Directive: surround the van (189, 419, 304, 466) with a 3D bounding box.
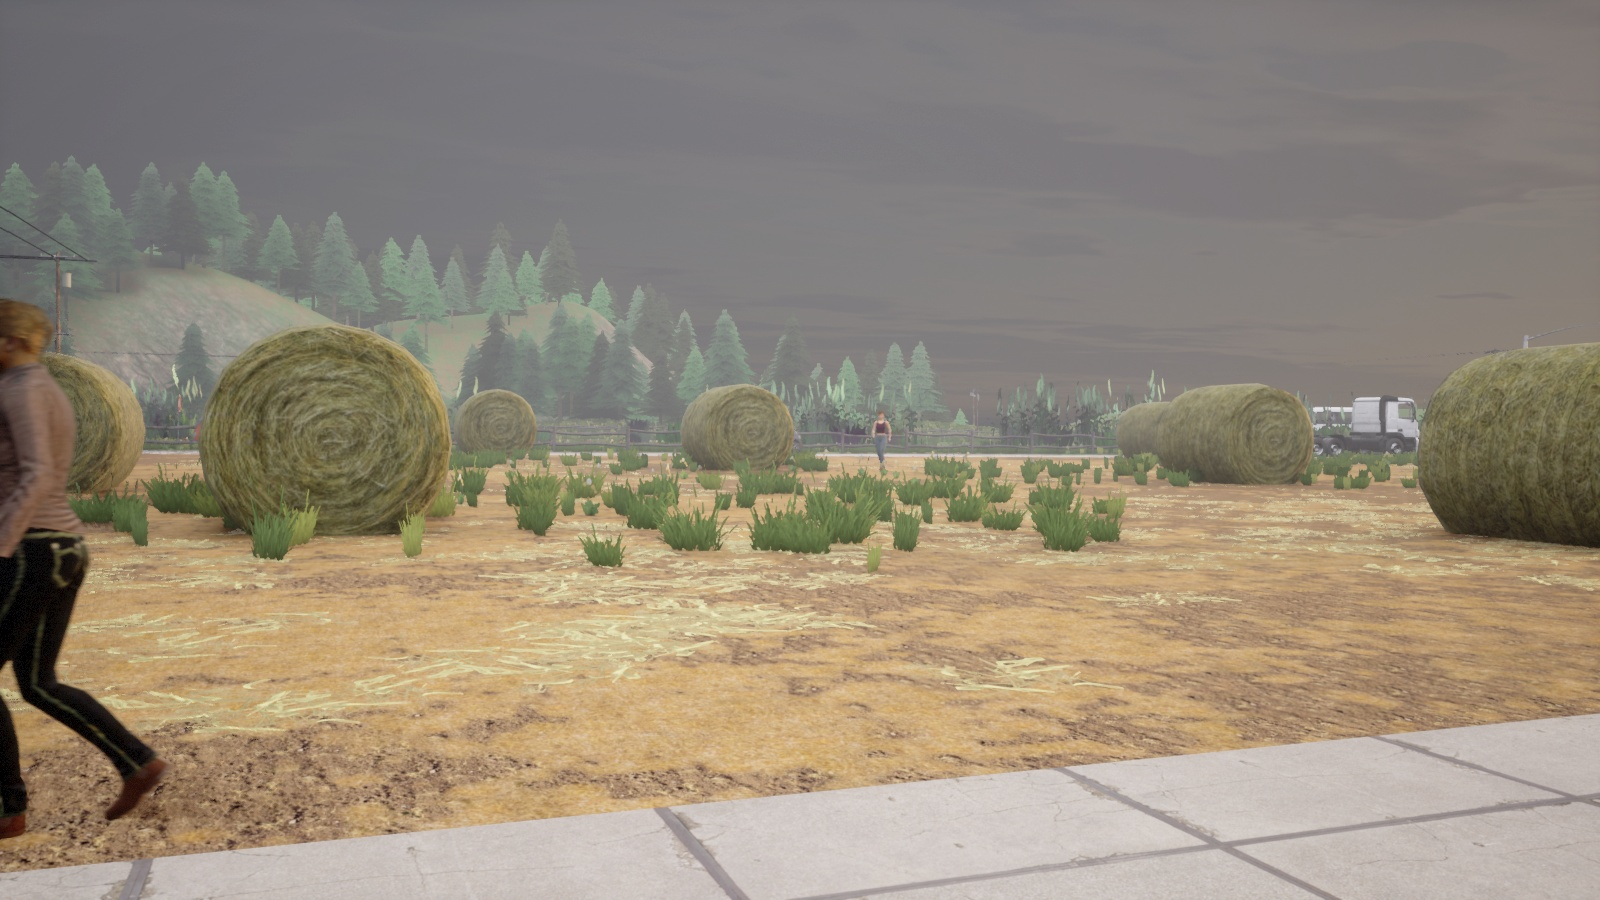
[{"bbox_3d":[-24.298,-0.357,55.312,4.442,1.987,1.775,-1,1,-17],"label":"van"}]

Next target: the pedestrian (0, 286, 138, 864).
[{"bbox_3d":[-2.601,0.400,4.165,0.634,1.846,0.331,-1,1,-18],"label":"pedestrian"}]

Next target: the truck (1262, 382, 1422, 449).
[{"bbox_3d":[29.339,-1.891,68.007,7.936,3.462,2.891,-1,1,-17],"label":"truck"}]

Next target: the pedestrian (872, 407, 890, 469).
[{"bbox_3d":[2.414,-0.350,37.564,0.345,1.836,0.594,0,1,23],"label":"pedestrian"}]

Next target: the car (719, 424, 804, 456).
[{"bbox_3d":[-1.914,-0.511,62.147,3.806,1.475,1.970,-1,1,-17],"label":"car"}]
